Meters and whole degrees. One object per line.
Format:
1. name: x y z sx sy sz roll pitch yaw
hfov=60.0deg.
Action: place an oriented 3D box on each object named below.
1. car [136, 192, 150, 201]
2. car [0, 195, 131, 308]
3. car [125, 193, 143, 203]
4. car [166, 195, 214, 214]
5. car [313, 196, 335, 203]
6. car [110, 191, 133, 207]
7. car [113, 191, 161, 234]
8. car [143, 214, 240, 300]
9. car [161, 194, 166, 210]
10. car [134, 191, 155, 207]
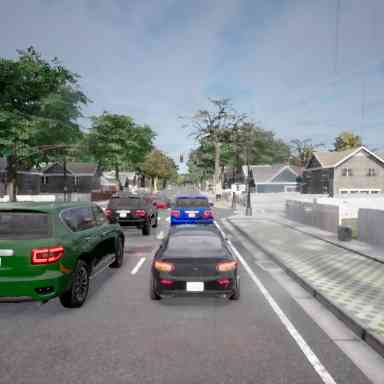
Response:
1. car: -9.731 0.855 66.564 2.128 1.511 4.902 0 1 1
2. car: -3.184 1.209 8.039 2.150 2.045 5.566 0 0 1
3. car: -9.804 1.044 56.590 2.128 1.511 4.902 0 1 0
4. car: 0.031 1.159 18.264 2.150 2.045 5.566 0 0 1
5. car: 13.296 1.198 34.409 4.902 1.511 2.128 0 1 -2
6. car: -9.822 0.889 46.910 2.150 2.045 5.566 0 1 0
7. car: -3.217 1.158 18.390 2.150 2.045 5.566 0 0 1
8. car: 0.070 1.513 8.230 1.812 1.442 4.674 0 0 0
9. car: -3.494 1.325 39.023 1.994 1.385 4.181 1 1 15
10. car: -6.572 0.890 46.856 2.150 2.045 5.566 0 1 0
